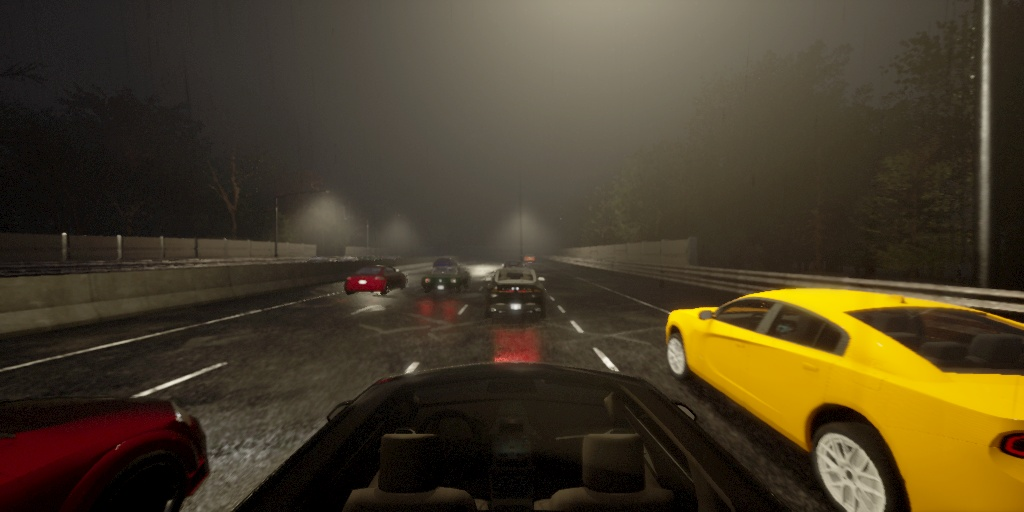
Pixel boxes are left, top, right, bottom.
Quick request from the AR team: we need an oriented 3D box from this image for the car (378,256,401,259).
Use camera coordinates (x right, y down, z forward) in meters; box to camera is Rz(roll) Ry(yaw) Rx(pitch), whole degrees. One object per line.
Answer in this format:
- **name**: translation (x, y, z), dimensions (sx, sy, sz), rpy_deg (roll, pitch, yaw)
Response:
- **car**: translation (-17.496, 0.773, 53.079), dimensions (2.128, 1.511, 4.902), rpy_deg (0, 0, 1)

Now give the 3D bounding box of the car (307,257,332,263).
- **car**: translation (-27.986, 0.852, 52.290), dimensions (1.994, 1.385, 4.181), rpy_deg (0, 1, 1)

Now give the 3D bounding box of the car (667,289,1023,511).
- **car**: translation (3.461, 1.108, 4.035), dimensions (1.882, 1.535, 5.008), rpy_deg (0, 1, 2)

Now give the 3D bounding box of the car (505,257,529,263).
- **car**: translation (0.135, 1.024, 31.094), dimensions (2.033, 1.411, 5.357), rpy_deg (0, 1, 0)

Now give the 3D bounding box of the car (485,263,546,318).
- **car**: translation (0.113, 1.151, 12.504), dimensions (1.837, 1.490, 4.892), rpy_deg (0, 0, 0)

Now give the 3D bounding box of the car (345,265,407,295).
- **car**: translation (-6.878, 1.155, 18.536), dimensions (1.994, 1.385, 4.181), rpy_deg (0, 1, 0)

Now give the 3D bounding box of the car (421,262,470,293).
- **car**: translation (-3.378, 1.185, 19.266), dimensions (1.895, 1.301, 4.718), rpy_deg (0, 1, 0)

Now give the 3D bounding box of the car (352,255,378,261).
- **car**: translation (-20.996, 0.639, 52.468), dimensions (2.097, 1.767, 4.553), rpy_deg (0, 0, 1)

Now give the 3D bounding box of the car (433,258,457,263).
- **car**: translation (-6.854, 0.900, 37.132), dimensions (1.882, 1.535, 5.008), rpy_deg (0, 1, 0)

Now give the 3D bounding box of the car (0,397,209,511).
- **car**: translation (-3.401, 1.320, 1.091), dimensions (1.994, 1.385, 4.181), rpy_deg (0, 1, 0)

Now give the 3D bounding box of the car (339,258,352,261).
- **car**: translation (-24.484, 0.877, 53.779), dimensions (1.895, 1.301, 4.718), rpy_deg (0, 0, 1)
